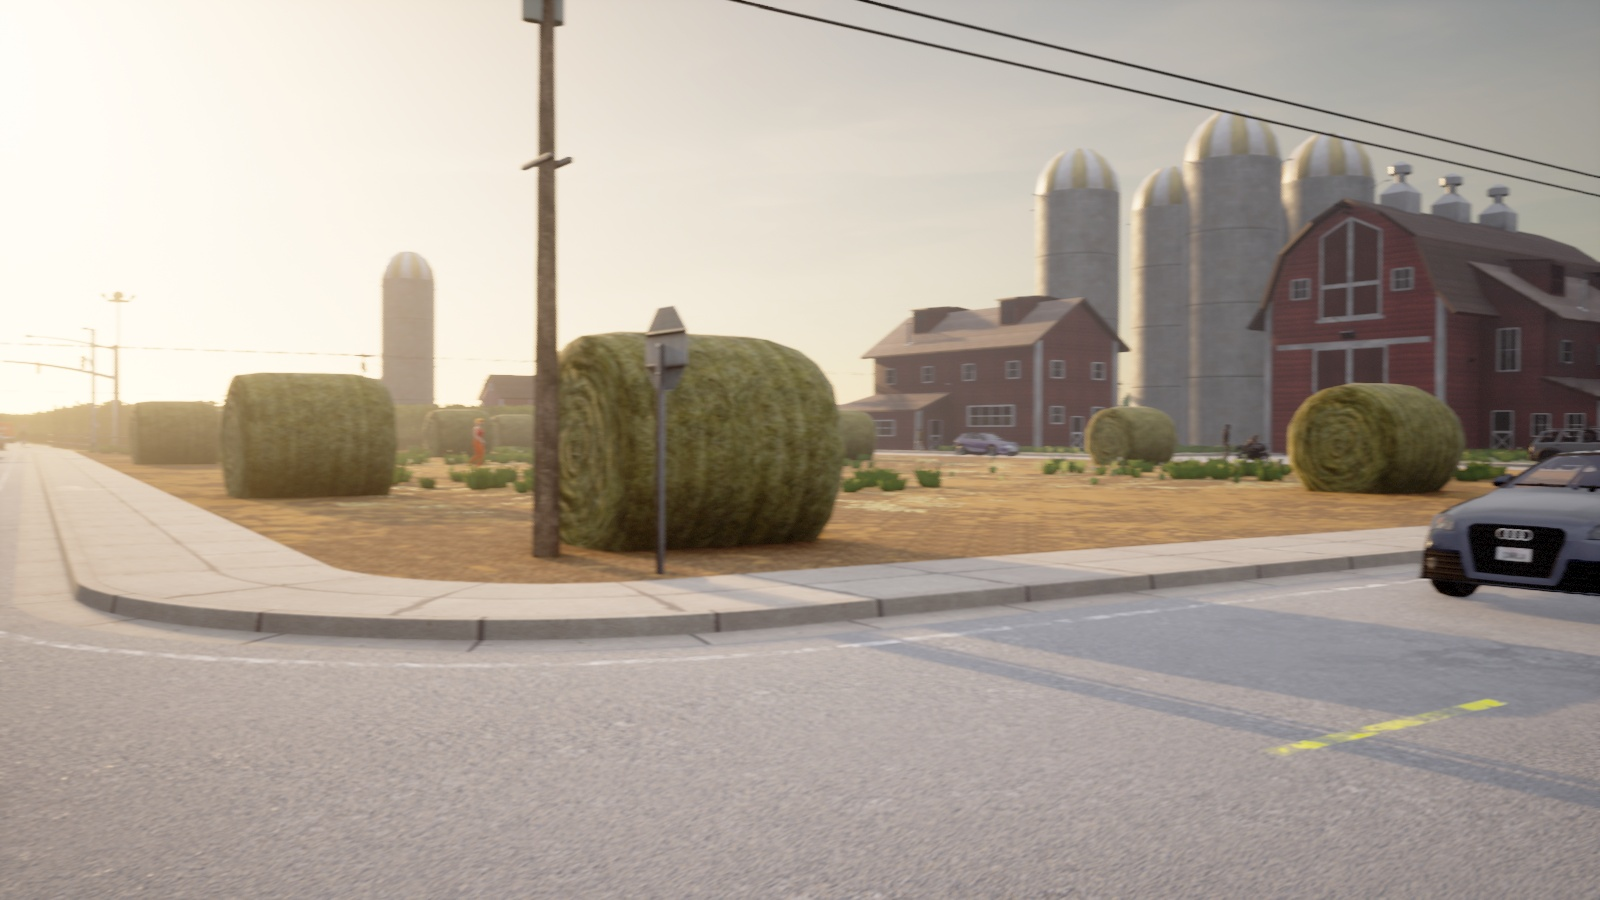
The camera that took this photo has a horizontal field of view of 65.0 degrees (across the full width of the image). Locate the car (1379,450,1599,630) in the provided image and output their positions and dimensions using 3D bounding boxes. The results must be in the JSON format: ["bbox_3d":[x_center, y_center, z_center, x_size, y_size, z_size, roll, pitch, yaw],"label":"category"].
[{"bbox_3d":[7.543,0.708,11.805,4.181,1.385,1.994,0,1,-36],"label":"car"}]

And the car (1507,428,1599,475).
[{"bbox_3d":[31.884,0.034,51.539,1.932,1.855,4.605,-1,1,-36],"label":"car"}]

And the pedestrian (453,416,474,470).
[{"bbox_3d":[-11.622,-0.247,43.369,0.594,1.836,0.345,0,1,8],"label":"pedestrian"}]

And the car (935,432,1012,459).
[{"bbox_3d":[11.045,-0.329,80.172,2.033,1.649,4.856,0,1,-36],"label":"car"}]

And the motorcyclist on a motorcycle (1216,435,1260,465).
[{"bbox_3d":[22.480,-0.014,64.460,0.797,1.523,2.044,0,1,-36],"label":"motorcyclist on a motorcycle"}]

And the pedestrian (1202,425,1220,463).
[{"bbox_3d":[19.605,-0.291,59.877,0.703,1.840,0.431,1,1,29],"label":"pedestrian"}]
